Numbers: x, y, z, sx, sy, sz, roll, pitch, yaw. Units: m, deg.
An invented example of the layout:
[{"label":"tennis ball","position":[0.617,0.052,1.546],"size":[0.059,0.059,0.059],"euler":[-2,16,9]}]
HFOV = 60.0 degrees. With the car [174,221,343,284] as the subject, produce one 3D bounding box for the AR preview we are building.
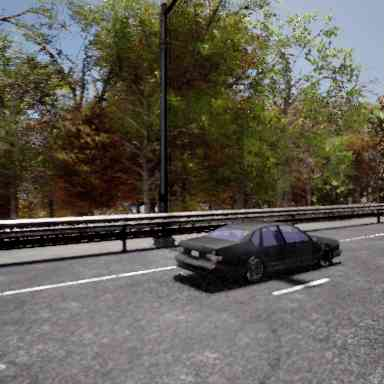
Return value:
[{"label":"car","position":[2.110,1.547,9.599],"size":[5.357,1.411,2.033],"euler":[0,0,-36]}]
